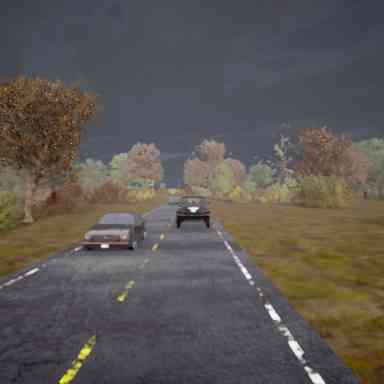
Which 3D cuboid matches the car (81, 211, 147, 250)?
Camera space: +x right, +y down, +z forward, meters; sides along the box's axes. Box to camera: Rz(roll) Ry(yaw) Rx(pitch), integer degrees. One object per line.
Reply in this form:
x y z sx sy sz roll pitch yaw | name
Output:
-3.106 1.546 14.497 2.033 1.411 5.357 0 0 0 | car

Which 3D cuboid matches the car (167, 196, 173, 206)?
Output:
-3.075 1.471 55.487 1.837 1.490 4.892 0 0 0 | car

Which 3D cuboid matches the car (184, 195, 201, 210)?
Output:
0.082 1.333 42.574 2.097 1.767 4.553 0 0 0 | car

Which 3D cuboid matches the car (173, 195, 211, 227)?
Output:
0.095 1.218 22.679 2.150 2.045 5.566 0 0 0 | car
